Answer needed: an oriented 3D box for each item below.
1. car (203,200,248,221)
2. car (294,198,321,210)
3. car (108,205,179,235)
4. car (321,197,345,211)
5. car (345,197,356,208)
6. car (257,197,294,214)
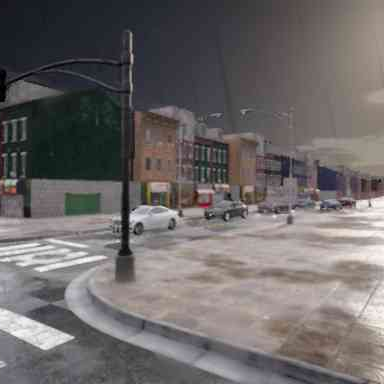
[{"bbox_3d":[2.751,1.424,26.264,1.837,1.490,4.892,1,1,36],"label":"car"},{"bbox_3d":[14.166,1.502,42.186,2.033,1.411,5.357,1,0,36],"label":"car"},{"bbox_3d":[-2.583,1.482,18.802,1.812,1.442,4.674,1,1,34],"label":"car"},{"bbox_3d":[17.476,1.529,41.909,1.812,1.442,4.674,1,0,36],"label":"car"},{"bbox_3d":[23.416,1.519,50.318,1.882,1.535,5.008,1,0,36],"label":"car"},{"bbox_3d":[8.447,1.273,34.226,2.097,1.767,4.553,1,0,36],"label":"car"}]
